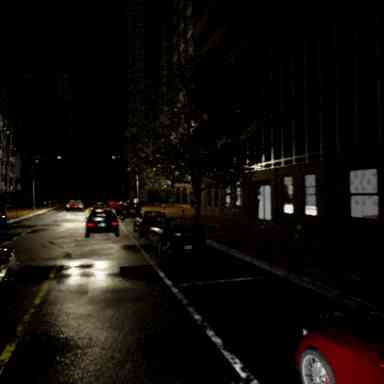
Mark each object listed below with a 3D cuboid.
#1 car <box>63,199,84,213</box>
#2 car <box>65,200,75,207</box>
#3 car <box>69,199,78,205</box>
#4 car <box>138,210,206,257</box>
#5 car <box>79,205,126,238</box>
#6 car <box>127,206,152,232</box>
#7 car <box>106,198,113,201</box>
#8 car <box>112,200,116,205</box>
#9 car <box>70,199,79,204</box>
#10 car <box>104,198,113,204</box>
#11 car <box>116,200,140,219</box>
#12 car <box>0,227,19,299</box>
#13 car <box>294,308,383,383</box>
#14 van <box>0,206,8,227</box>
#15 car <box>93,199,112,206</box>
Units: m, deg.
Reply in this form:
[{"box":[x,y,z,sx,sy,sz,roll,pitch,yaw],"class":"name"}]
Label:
[{"box":[-15.778,1.855,44.956,2.097,1.767,4.553,-1,0,-16],"class":"car"},{"box":[-26.089,2.365,71.096,1.802,1.307,4.206,-1,0,-16],"class":"car"},{"box":[-29.236,2.419,82.037,1.887,1.381,4.507,-1,0,-16],"class":"car"},{"box":[-0.728,1.640,13.231,2.008,1.369,4.403,-1,0,-16],"class":"car"},{"box":[-5.243,1.748,19.424,2.033,1.411,5.357,-1,0,-16],"class":"car"},{"box":[-2.302,1.696,18.701,2.008,1.369,4.403,-1,0,-16],"class":"car"},{"box":[-13.315,2.054,56.995,1.887,1.381,4.507,-1,0,-16],"class":"car"},{"box":[-7.024,1.745,35.113,1.967,1.590,4.097,-1,0,-16],"class":"car"},{"box":[-30.810,2.485,87.508,1.947,1.339,4.313,-1,0,-16],"class":"car"},{"box":[-21.181,2.308,84.346,1.947,1.339,4.313,-1,0,-16],"class":"car"},{"box":[-5.450,1.692,29.643,1.967,1.590,4.097,-1,0,-16],"class":"car"},{"box":[-4.556,1.666,5.951,2.033,1.411,5.357,-1,0,-16],"class":"car"},{"box":[2.418,1.553,2.290,1.802,1.307,4.206,-1,0,-16],"class":"car"},{"box":[-10.359,1.619,16.389,1.690,1.788,3.998,-1,0,-16],"class":"van"},{"box":[-10.789,1.935,38.796,2.033,1.411,5.357,-1,0,-16],"class":"car"}]
